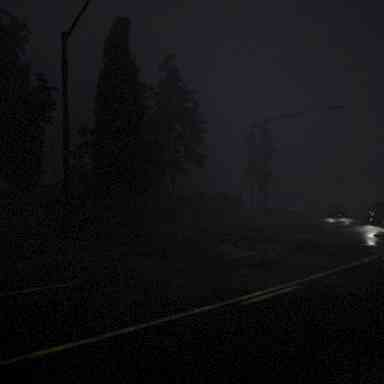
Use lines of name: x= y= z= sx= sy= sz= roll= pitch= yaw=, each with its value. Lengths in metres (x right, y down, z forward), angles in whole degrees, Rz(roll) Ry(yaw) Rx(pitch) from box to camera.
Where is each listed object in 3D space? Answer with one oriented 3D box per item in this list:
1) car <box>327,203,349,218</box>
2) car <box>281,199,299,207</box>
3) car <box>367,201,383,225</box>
car: x=14.657 y=1.839 z=33.536 sx=2.033 sy=1.411 sz=5.357 roll=-1 pitch=-1 yaw=21
car: x=19.487 y=2.163 z=66.081 sx=1.882 sy=1.535 sz=5.008 roll=-1 pitch=-1 yaw=-8
car: x=14.417 y=1.533 z=25.084 sx=2.097 sy=1.767 sz=4.553 roll=-1 pitch=-1 yaw=28
